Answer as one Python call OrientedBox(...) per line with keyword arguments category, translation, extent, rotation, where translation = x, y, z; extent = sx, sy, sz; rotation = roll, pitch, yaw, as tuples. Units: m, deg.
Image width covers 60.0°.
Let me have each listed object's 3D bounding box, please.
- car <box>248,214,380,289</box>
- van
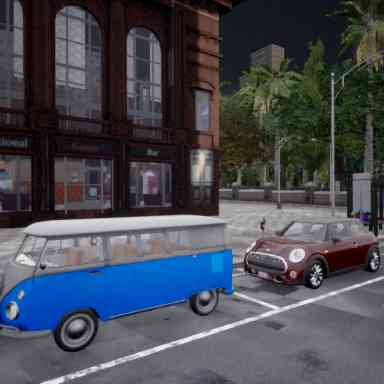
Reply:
OrientedBox(category="car", translation=(3.298, 1.438, 9.048), extent=(4.097, 1.590, 1.967), rotation=(0, 0, -36))
OrientedBox(category="van", translation=(-1.103, 1.341, 5.874), extent=(3.998, 1.788, 1.690), rotation=(0, 0, -36))
